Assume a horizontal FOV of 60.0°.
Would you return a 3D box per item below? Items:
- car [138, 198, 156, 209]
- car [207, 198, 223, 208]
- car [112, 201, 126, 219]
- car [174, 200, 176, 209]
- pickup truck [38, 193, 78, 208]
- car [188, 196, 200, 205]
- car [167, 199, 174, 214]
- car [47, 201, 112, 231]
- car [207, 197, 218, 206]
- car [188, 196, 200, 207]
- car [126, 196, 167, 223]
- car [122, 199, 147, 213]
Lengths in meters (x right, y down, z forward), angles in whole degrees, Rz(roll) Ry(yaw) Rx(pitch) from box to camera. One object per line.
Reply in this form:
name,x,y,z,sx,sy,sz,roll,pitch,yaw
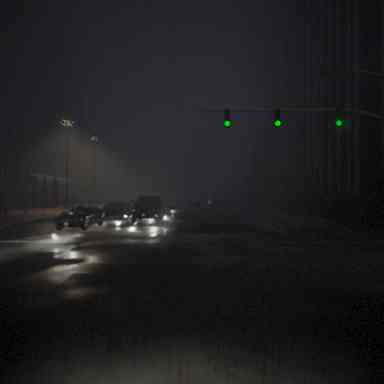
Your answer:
car,-6.796,1.690,50.457,1.882,1.535,5.008,0,0,1
car,3.888,1.712,53.384,2.128,1.511,4.902,0,0,1
car,-7.008,1.609,30.957,1.882,1.535,5.008,0,0,0
car,-3.337,1.677,47.609,1.882,1.535,5.008,0,0,1
pickup truck,-19.872,1.270,49.050,2.390,2.098,6.274,0,0,31
car,0.384,1.618,64.081,2.097,1.767,4.553,0,0,1
car,-3.447,1.757,37.169,1.895,1.301,4.718,0,0,1
car,-7.163,1.584,21.656,2.128,1.511,4.902,0,0,3
car,3.880,1.789,63.770,1.812,1.442,4.674,0,0,1
car,0.394,1.825,53.931,1.895,1.301,4.718,0,0,1
car,-3.540,1.336,27.224,2.150,2.045,5.566,0,0,1
car,-6.920,1.663,40.505,2.128,1.511,4.902,0,0,0
